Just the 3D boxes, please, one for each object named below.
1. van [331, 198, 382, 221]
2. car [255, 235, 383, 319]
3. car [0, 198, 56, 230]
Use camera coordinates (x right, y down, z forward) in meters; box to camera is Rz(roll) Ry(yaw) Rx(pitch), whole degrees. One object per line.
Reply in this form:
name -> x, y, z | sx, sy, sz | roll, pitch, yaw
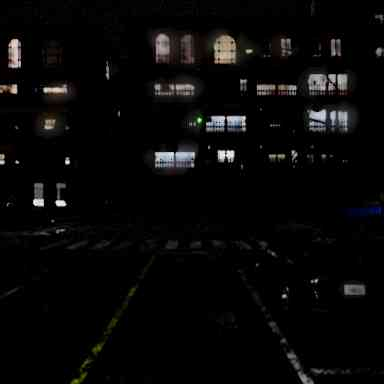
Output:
van -> 13.107, 1.390, 26.912 | 3.998, 1.788, 1.690 | 0, 0, 0
car -> 2.581, 1.593, 7.347 | 1.947, 1.339, 4.313 | 1, 0, 0
car -> -11.771, 1.445, 21.509 | 5.566, 2.045, 2.150 | 2, -1, 0
